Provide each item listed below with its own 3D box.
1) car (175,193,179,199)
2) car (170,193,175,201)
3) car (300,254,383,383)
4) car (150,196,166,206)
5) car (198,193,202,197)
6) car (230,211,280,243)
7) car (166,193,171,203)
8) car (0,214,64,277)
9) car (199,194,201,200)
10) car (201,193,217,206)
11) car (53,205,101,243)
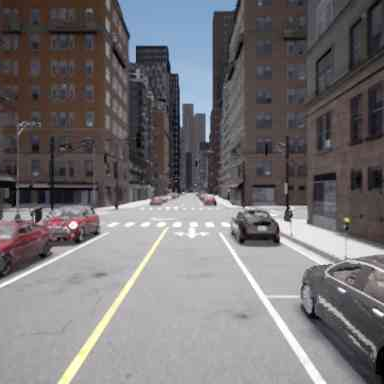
[{"bbox_3d":[-5.577,1.149,90.531,2.192,1.841,5.009,0,0,0],"label":"car"},{"bbox_3d":[-5.595,1.356,79.544,1.752,1.417,4.829,0,0,0],"label":"car"},{"bbox_3d":[2.855,1.535,4.567,2.008,1.369,4.403,0,0,0],"label":"car"},{"bbox_3d":[-5.640,1.439,52.672,1.802,1.307,4.206,0,0,0],"label":"car"},{"bbox_3d":[2.921,1.271,74.295,1.967,1.590,4.097,0,0,0],"label":"car"},{"bbox_3d":[2.854,1.513,15.569,1.947,1.339,4.313,0,0,0],"label":"car"},{"bbox_3d":[-5.622,1.391,63.488,2.008,1.369,4.403,0,0,0],"label":"car"},{"bbox_3d":[-5.671,1.548,10.067,1.802,1.307,4.206,0,0,0],"label":"car"},{"bbox_3d":[2.903,1.391,63.477,2.008,1.369,4.403,0,0,0],"label":"car"},{"bbox_3d":[2.884,1.297,52.659,1.967,1.590,4.097,0,0,0],"label":"car"},{"bbox_3d":[-5.671,1.388,15.568,1.967,1.590,4.097,0,0,0],"label":"car"}]
